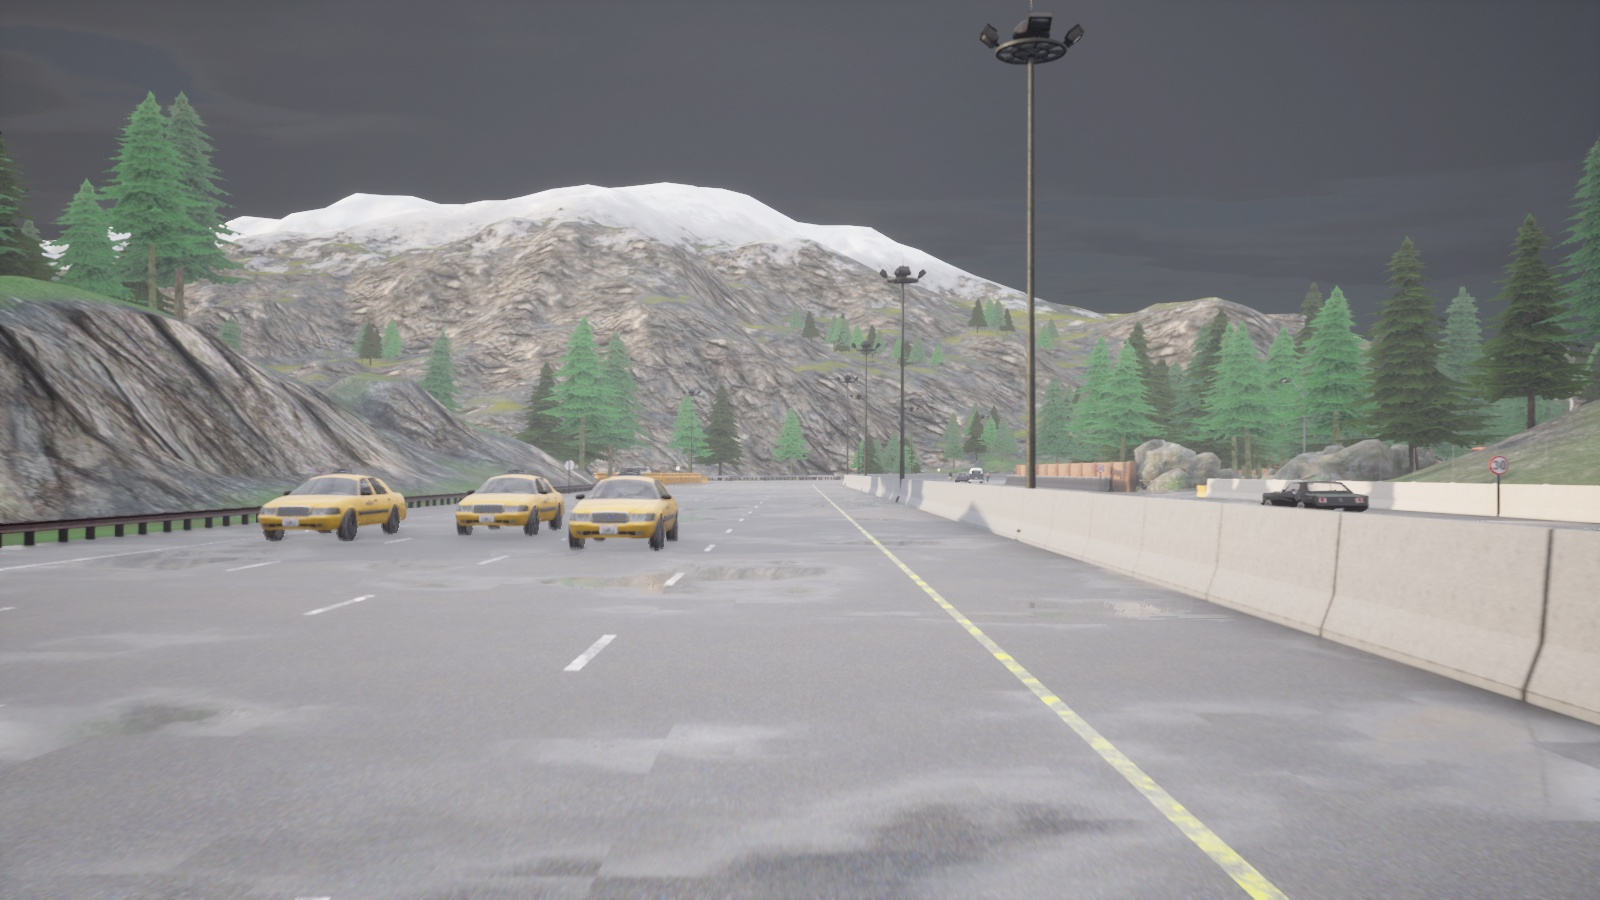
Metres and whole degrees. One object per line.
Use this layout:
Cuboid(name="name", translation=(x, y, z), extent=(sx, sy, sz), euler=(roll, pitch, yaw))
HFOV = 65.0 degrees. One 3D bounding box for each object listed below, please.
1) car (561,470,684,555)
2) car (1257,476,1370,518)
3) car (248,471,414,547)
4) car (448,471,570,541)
Cuboid(name="car", translation=(-3.564, 1.205, 26.106), extent=(1.801, 1.575, 5.366), euler=(0, -1, 0))
Cuboid(name="car", translation=(17.396, 1.562, 42.803), extent=(1.895, 1.301, 4.718), euler=(0, -1, 0))
Cuboid(name="car", translation=(-10.570, 1.277, 28.773), extent=(1.801, 1.575, 5.366), euler=(0, -1, 0))
Cuboid(name="car", translation=(-7.076, 1.302, 31.091), extent=(1.801, 1.575, 5.366), euler=(0, -1, 0))
